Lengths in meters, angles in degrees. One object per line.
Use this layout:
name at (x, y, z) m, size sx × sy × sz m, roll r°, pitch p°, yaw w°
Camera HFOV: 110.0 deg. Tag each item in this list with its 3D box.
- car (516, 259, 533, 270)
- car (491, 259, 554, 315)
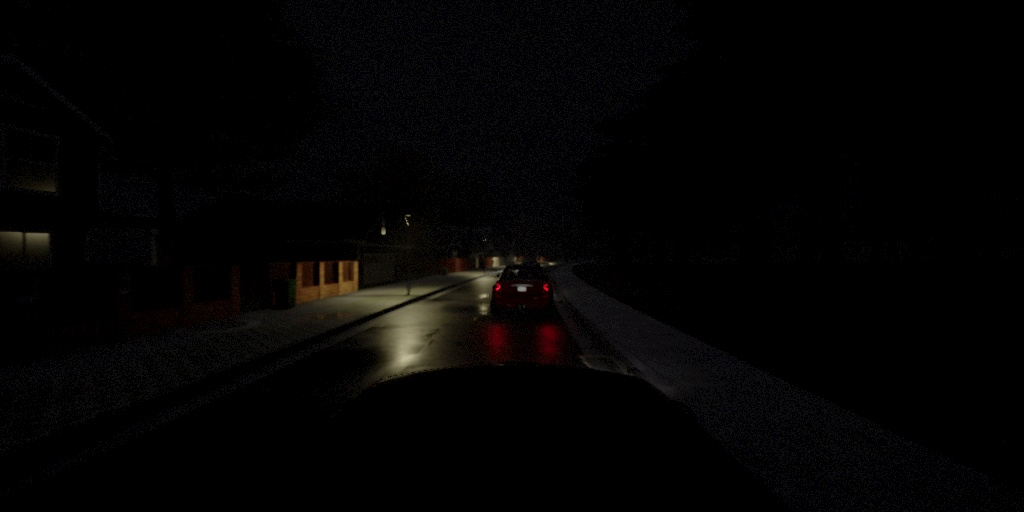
car at (1.838, 1.233, 52.743) m, size 1.812 × 1.442 × 4.674 m, roll 0°, pitch 0°, yaw 10°
car at (0.434, 1.097, 13.767) m, size 2.097 × 1.767 × 4.553 m, roll 0°, pitch 0°, yaw 3°
